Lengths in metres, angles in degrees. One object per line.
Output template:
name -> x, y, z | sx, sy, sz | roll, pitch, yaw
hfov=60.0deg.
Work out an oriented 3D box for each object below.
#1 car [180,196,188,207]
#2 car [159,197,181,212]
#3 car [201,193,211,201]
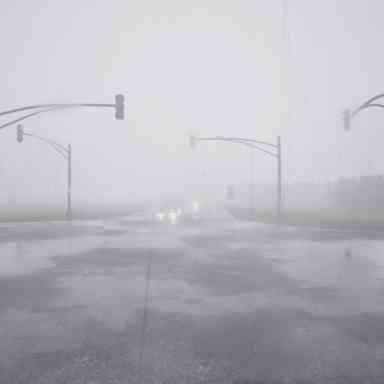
car -> -2.207, 1.485, 49.653 | 2.128, 1.511, 4.902 | 0, 0, 3
car -> -2.704, 1.599, 39.534 | 1.895, 1.301, 4.718 | 0, 0, 3
car -> 3.427, 1.190, 79.156 | 2.150, 2.045, 5.566 | 0, 0, 5
